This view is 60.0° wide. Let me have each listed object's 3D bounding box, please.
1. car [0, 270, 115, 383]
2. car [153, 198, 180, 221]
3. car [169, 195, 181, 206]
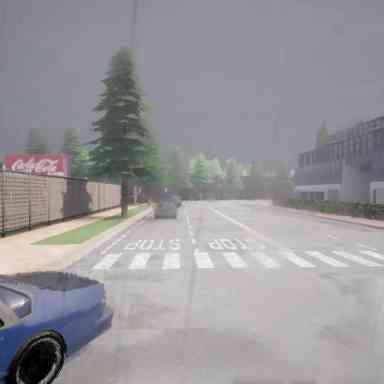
[{"bbox_3d":[-3.137,1.550,3.009,2.033,1.411,5.357,0,0,32],"label":"car"},{"bbox_3d":[-2.109,1.556,27.563,1.837,1.490,4.892,0,0,-2],"label":"car"},{"bbox_3d":[-2.862,1.331,53.218,2.097,1.767,4.553,1,0,1],"label":"car"}]
